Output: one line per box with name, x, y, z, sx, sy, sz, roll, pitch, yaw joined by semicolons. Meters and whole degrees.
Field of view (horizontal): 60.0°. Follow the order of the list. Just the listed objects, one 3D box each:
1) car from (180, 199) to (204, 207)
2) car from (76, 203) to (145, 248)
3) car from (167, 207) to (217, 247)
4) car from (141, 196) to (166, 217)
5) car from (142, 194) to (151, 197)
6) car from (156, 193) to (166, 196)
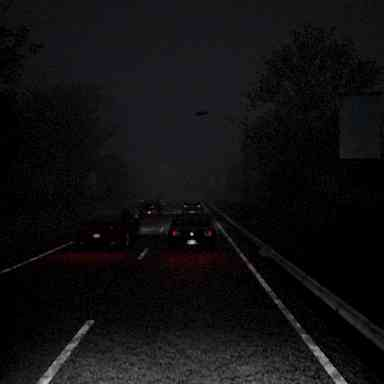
car;0.000;1.384;29.673;2.128;1.511;4.902;0;0;0
car;-3.500;1.449;14.675;1.882;1.535;5.008;0;0;0
car;0.000;1.580;14.706;1.895;1.301;4.718;0;0;0
car;-3.500;1.405;29.673;1.837;1.490;4.892;0;0;0
car;-10.500;1.123;76.671;2.033;1.411;5.357;0;0;0
car;-7.000;1.083;76.671;1.837;1.490;4.892;0;0;0
